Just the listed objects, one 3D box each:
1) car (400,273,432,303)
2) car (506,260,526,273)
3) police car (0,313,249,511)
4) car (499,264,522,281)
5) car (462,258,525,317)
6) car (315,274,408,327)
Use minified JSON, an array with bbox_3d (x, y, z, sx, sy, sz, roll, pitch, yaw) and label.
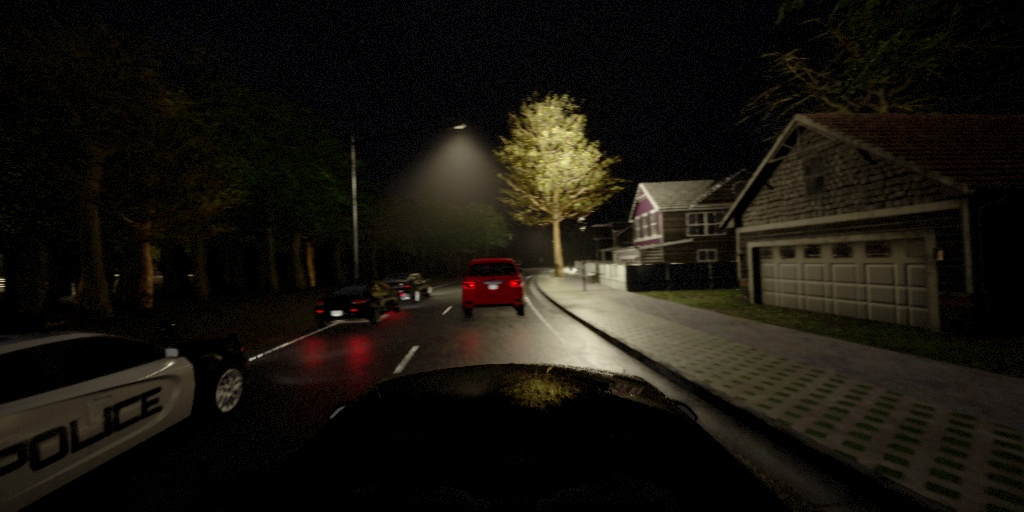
[{"bbox_3d":[-5.590,1.639,19.071,1.837,1.490,4.892,-2,-1,-1],"label":"car"},{"bbox_3d":[0.753,1.705,61.919,2.150,2.045,5.566,-2,-1,13],"label":"car"},{"bbox_3d":[-4.592,1.357,3.293,1.930,1.638,5.238,-2,-1,-7],"label":"police car"},{"bbox_3d":[-0.064,1.616,36.356,1.837,1.490,4.892,-2,-1,6],"label":"car"},{"bbox_3d":[-0.737,1.129,14.308,2.150,2.045,5.566,-2,-1,-3],"label":"car"},{"bbox_3d":[-5.401,1.590,13.102,1.812,1.442,4.674,-2,-1,-3],"label":"car"}]
